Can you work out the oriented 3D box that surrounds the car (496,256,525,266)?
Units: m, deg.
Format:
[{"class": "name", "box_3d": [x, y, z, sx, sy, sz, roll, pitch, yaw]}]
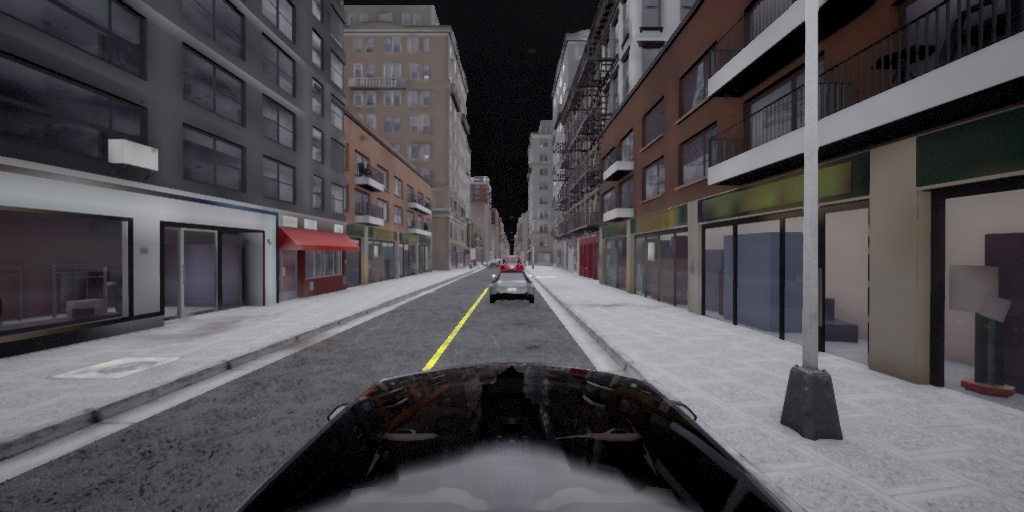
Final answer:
[{"class": "car", "box_3d": [0.001, 1.024, 31.531, 2.150, 2.045, 5.566, 0, 0, 0]}]

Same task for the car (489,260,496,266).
[{"class": "car", "box_3d": [-2.999, 1.377, 64.191, 2.033, 1.411, 5.357, 0, 0, 0]}]

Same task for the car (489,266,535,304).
[{"class": "car", "box_3d": [0.001, 1.326, 16.501, 1.994, 1.385, 4.181, 0, 0, 0]}]
